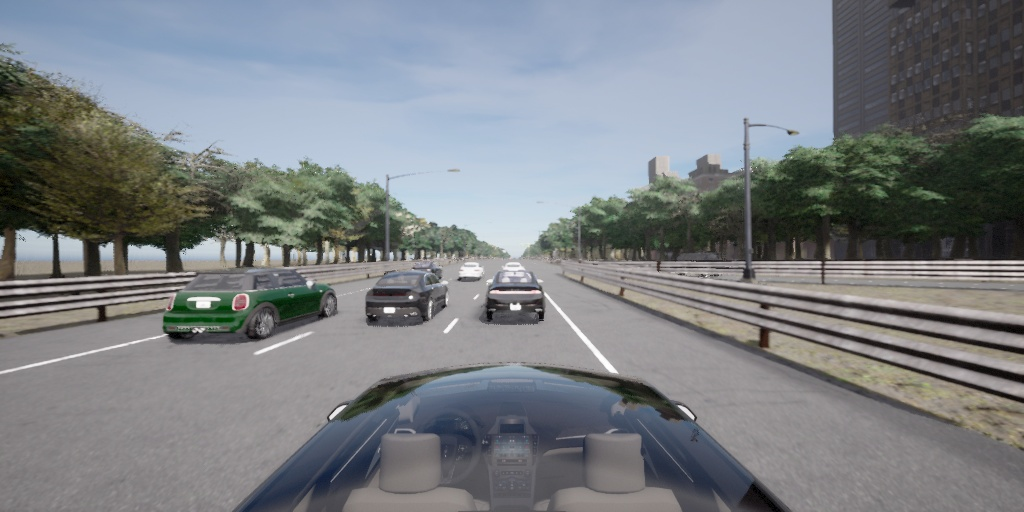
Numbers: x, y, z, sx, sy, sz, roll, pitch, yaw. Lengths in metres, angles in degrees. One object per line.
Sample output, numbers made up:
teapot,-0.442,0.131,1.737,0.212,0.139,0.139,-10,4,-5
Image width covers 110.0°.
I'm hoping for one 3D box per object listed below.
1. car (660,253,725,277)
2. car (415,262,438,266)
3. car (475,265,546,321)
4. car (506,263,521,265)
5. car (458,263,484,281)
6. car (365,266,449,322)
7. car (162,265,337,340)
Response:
car,15.872,0.818,31.972,2.150,2.045,5.566,0,-1,-28
car,-6.898,1.247,29.301,2.128,1.511,4.902,0,0,0
car,0.100,1.249,12.566,2.128,1.511,4.902,0,0,0
car,0.118,1.279,30.512,1.812,1.442,4.674,0,0,0
car,-3.397,1.279,30.486,1.812,1.442,4.674,0,0,0
car,-3.399,1.263,12.365,1.837,1.490,4.892,0,0,0
car,-6.897,1.108,10.137,2.097,1.767,4.553,0,0,0
